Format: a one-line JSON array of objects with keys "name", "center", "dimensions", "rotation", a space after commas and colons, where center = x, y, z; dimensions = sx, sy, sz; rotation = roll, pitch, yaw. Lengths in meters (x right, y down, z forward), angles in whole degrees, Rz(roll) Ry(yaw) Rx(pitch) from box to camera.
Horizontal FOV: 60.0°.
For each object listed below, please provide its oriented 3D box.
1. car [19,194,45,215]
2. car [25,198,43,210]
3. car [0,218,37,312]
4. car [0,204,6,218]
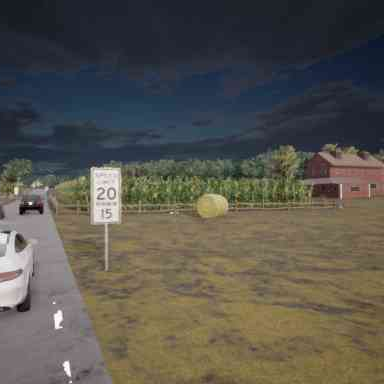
[{"name": "car", "center": [-16.930, 1.265, 35.230], "dimensions": [2.150, 2.045, 5.566], "rotation": [0, 0, -23]}, {"name": "car", "center": [-21.175, 1.594, 44.625], "dimensions": [2.033, 1.411, 5.357], "rotation": [0, 0, -24]}, {"name": "car", "center": [-4.441, 1.534, 7.158], "dimensions": [1.812, 1.442, 4.674], "rotation": [0, 0, -24]}, {"name": "car", "center": [-16.613, 1.575, 27.462], "dimensions": [1.812, 1.442, 4.674], "rotation": [0, 0, -24]}]
